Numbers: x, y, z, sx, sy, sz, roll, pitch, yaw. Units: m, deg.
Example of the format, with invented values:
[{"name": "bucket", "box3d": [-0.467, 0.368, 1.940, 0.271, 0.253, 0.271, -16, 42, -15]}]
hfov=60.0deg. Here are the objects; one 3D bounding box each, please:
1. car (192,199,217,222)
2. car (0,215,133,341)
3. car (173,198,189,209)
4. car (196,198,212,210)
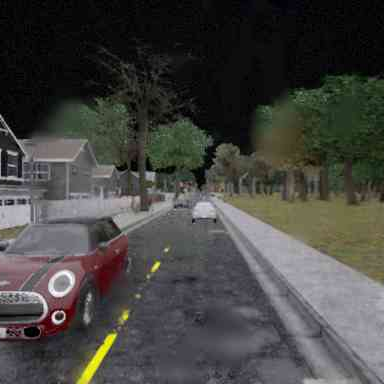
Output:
[{"name": "car", "box3d": [0.946, 1.478, 25.711, 1.812, 1.442, 4.674, 0, 0, 2]}, {"name": "car", "box3d": [-2.662, 1.361, 6.875, 2.097, 1.767, 4.553, 0, 0, 2]}, {"name": "car", "box3d": [-1.366, 1.494, 43.780, 1.994, 1.385, 4.181, 0, 0, 2]}, {"name": "car", "box3d": [1.509, 1.513, 41.991, 1.895, 1.301, 4.718, 0, 0, 2]}]
